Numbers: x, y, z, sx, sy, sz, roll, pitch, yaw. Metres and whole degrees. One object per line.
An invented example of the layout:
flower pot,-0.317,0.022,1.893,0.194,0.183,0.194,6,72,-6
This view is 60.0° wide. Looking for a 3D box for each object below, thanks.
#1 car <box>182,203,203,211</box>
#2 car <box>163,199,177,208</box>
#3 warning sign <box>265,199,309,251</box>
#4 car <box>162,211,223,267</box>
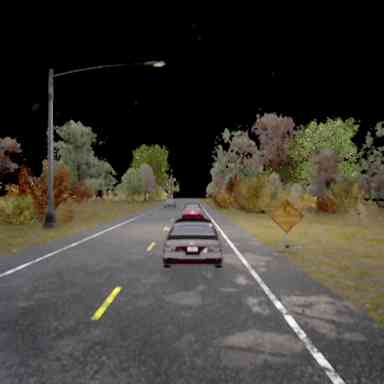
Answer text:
car,0.072,1.751,31.106,1.994,1.385,4.181,0,0,0
car,-3.570,1.856,54.382,1.837,1.490,4.892,0,-1,0
warning sign,3.536,1.189,12.464,1.300,1.860,1.060,-1,-1,0
car,0.039,1.616,11.557,2.033,1.411,5.357,0,0,1
